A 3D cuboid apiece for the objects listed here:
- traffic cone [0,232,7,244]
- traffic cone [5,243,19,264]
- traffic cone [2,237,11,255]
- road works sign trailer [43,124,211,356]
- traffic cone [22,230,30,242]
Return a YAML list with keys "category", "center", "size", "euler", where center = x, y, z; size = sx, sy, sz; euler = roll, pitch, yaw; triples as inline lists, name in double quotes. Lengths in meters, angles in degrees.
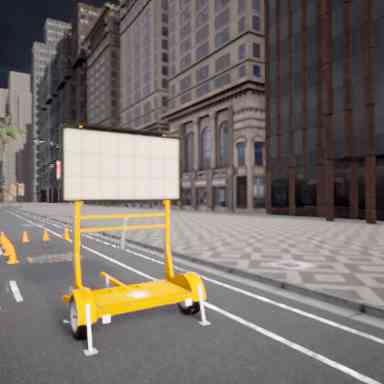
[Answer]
- category: "traffic cone"
  center: [-8.428, 2.246, 15.070]
  size: [0.340, 0.580, 0.340]
  euler: [0, -1, -32]
- category: "traffic cone"
  center: [-6.282, 2.179, 11.695]
  size: [0.340, 0.580, 0.340]
  euler: [0, -1, -32]
- category: "traffic cone"
  center: [-7.355, 2.213, 13.383]
  size: [0.340, 0.580, 0.340]
  euler: [0, -1, -32]
- category: "road works sign trailer"
  center: [-1.371, 0.576, 6.553]
  size: [2.380, 3.560, 2.880]
  euler: [0, -1, -32]
- category: "traffic cone"
  center: [-8.658, 2.283, 17.294]
  size: [0.340, 0.580, 0.340]
  euler: [0, -1, -32]
